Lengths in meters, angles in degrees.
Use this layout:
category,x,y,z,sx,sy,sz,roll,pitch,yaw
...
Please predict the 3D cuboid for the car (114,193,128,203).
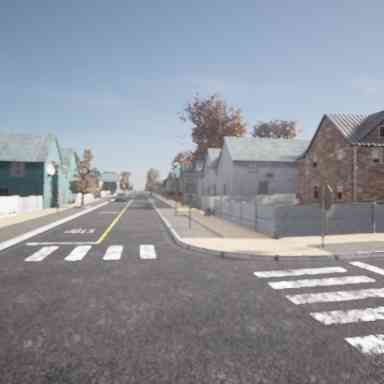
category,x,y,z,sx,sy,sz,roll,pitch,yaw
car,-11.242,0.893,53.120,1.837,1.490,4.892,1,1,-9
